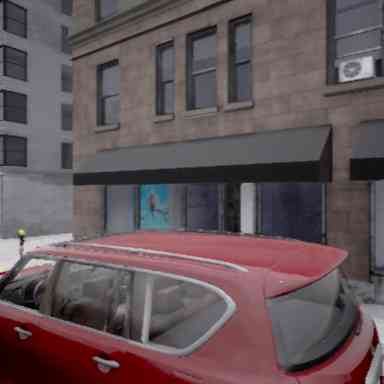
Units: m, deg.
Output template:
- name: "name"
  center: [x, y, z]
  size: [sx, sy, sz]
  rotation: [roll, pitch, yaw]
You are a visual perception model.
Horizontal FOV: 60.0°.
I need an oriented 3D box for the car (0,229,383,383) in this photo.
- name: "car"
  center: [-0.776, 1.347, 3.501]
  size: [5.009, 1.841, 2.192]
  rotation: [-1, 0, 36]
